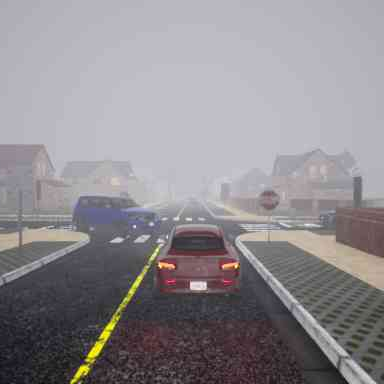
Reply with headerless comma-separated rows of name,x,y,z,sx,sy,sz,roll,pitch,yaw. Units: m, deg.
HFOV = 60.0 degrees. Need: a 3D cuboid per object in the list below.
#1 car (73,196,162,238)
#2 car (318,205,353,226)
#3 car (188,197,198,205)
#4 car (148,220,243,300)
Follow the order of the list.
car,-4.152,1.231,18.001,5.566,2.045,2.150,0,-2,37
car,11.151,1.643,23.391,4.181,1.385,1.994,0,0,0
car,0.245,1.727,62.060,2.033,1.411,5.357,0,0,0
car,0.124,1.526,8.294,1.812,1.442,4.674,0,0,0
